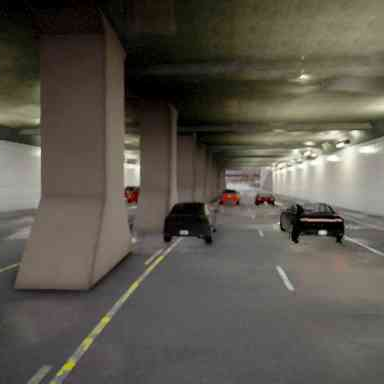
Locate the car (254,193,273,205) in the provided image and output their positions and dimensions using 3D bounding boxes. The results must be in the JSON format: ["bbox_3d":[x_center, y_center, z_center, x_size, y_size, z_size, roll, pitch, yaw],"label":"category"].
[{"bbox_3d":[7.782,0.746,36.004,1.895,1.301,4.718,0,1,8],"label":"car"}]

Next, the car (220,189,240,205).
[{"bbox_3d":[4.366,0.441,37.913,2.097,1.767,4.553,0,1,9],"label":"car"}]

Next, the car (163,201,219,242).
[{"bbox_3d":[0.029,1.155,14.284,1.837,1.490,4.892,0,1,8],"label":"car"}]

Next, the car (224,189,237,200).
[{"bbox_3d":[5.694,0.338,48.657,1.837,1.490,4.892,0,2,8],"label":"car"}]

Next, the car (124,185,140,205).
[{"bbox_3d":[-6.432,0.306,36.765,2.150,2.045,5.566,0,1,8],"label":"car"}]

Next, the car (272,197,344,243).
[{"bbox_3d":[4.922,1.159,14.155,2.128,1.511,4.902,0,1,7],"label":"car"}]
